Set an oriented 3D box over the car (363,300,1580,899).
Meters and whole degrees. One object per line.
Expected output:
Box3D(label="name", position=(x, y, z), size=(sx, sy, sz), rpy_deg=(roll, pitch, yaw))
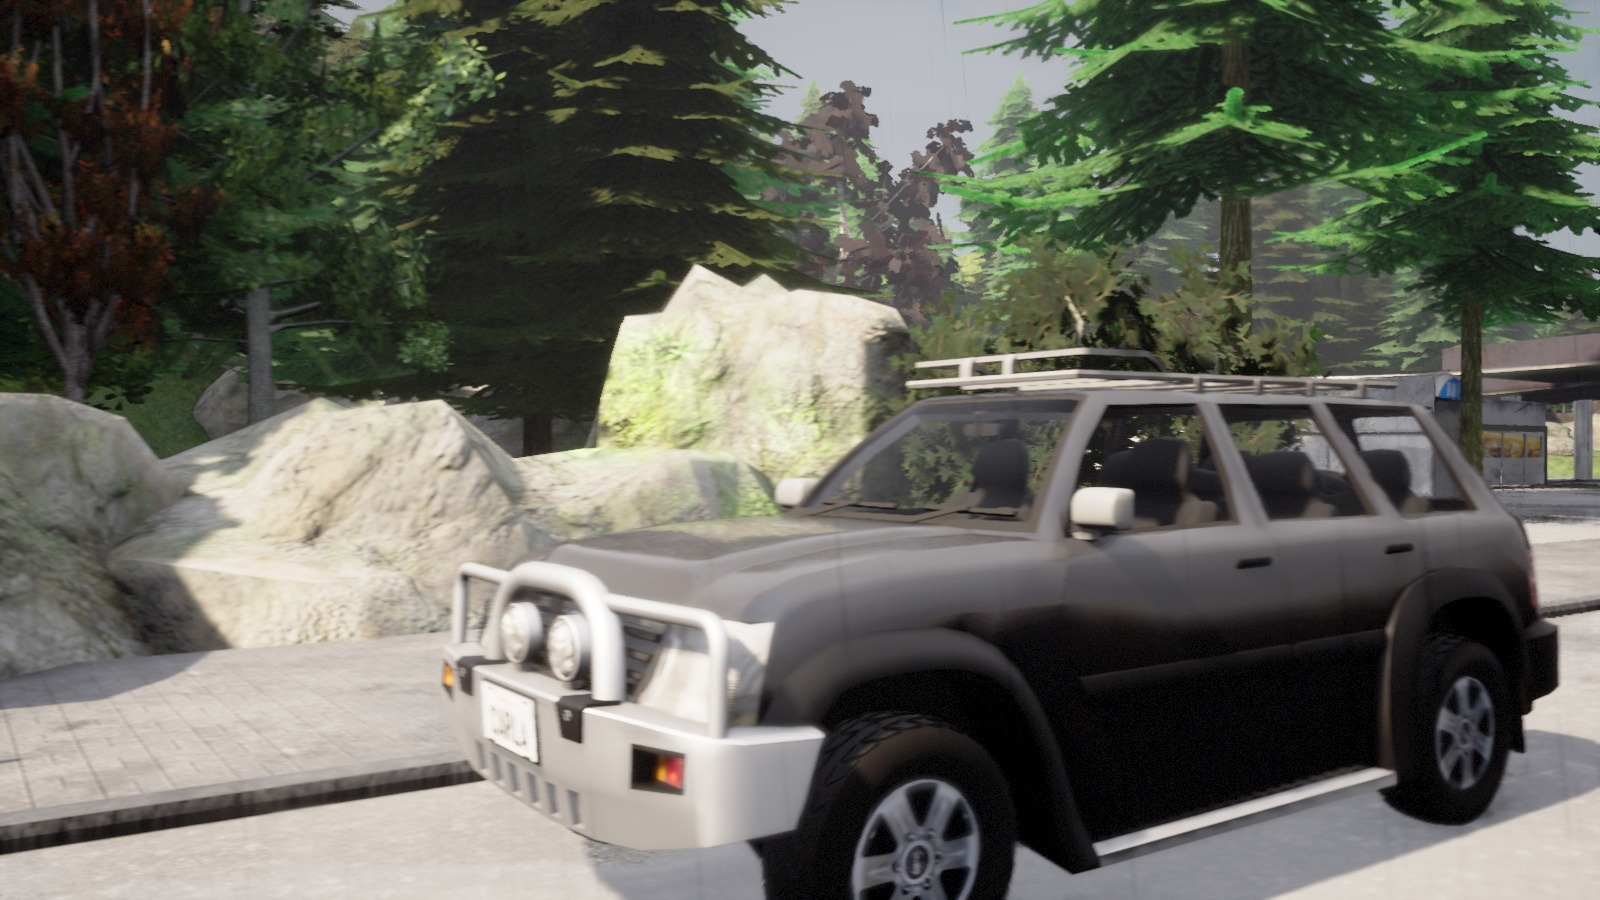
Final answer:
Box3D(label="car", position=(0.926, 0.569, 4.912), size=(4.605, 1.855, 1.932), rpy_deg=(-1, 0, -35))
